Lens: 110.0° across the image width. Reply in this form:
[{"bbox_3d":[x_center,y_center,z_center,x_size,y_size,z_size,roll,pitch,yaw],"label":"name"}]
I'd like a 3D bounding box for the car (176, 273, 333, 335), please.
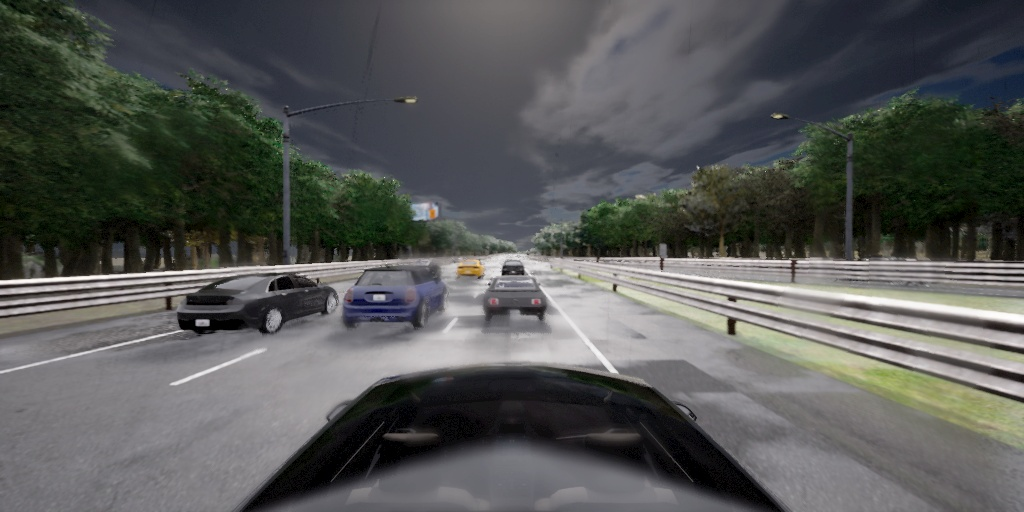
[{"bbox_3d":[-6.902,1.233,10.419,1.837,1.490,4.892,0,0,0],"label":"car"}]

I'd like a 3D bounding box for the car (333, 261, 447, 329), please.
[{"bbox_3d":[-3.403,1.075,11.311,2.097,1.767,4.553,0,0,0],"label":"car"}]

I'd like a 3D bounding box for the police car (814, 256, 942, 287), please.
[{"bbox_3d":[20.285,0.792,20.235,1.930,1.638,5.238,0,0,-21],"label":"police car"}]

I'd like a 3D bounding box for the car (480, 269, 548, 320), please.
[{"bbox_3d":[0.091,1.318,12.414,1.895,1.301,4.718,0,0,0],"label":"car"}]

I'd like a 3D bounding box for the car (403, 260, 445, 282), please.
[{"bbox_3d":[-6.906,1.099,28.694,2.128,1.511,4.902,0,0,0],"label":"car"}]

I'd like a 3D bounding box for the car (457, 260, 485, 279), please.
[{"bbox_3d":[-3.406,1.074,30.326,1.882,1.535,5.008,0,0,0],"label":"car"}]

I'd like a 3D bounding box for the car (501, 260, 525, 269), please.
[{"bbox_3d":[0.092,1.074,30.310,1.882,1.535,5.008,0,0,0],"label":"car"}]
